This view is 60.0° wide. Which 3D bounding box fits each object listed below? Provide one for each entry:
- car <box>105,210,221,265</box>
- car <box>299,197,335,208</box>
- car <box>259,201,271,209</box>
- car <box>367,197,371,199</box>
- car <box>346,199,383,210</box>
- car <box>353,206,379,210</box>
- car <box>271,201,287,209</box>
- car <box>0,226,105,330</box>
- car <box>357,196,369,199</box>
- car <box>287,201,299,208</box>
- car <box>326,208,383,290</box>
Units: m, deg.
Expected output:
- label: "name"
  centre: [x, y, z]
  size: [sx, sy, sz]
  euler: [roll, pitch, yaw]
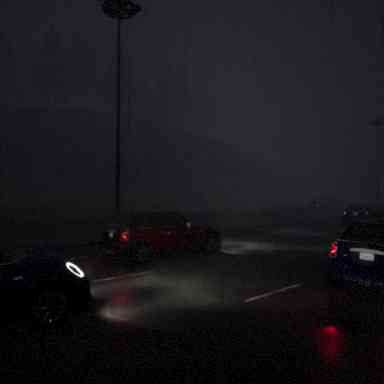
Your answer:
- label: "car"
  centre: [-1.033, 1.451, 12.298]
  size: [4.553, 1.767, 2.097]
  euler: [1, -1, -40]
- label: "car"
  centre: [16.755, 1.684, 43.484]
  size: [5.566, 2.045, 2.150]
  euler: [1, -1, -43]
- label: "car"
  centre: [12.898, 2.134, 54.286]
  size: [4.718, 1.301, 1.895]
  euler: [1, -1, -43]
- label: "car"
  centre: [43.688, 2.440, 78.629]
  size: [4.718, 1.301, 1.895]
  euler: [1, -1, -44]
- label: "car"
  centre: [13.390, 1.644, 25.555]
  size: [4.553, 1.767, 2.097]
  euler: [1, -1, -43]
- label: "car"
  centre: [10.986, 1.724, 18.466]
  size: [4.892, 1.490, 1.837]
  euler: [1, -1, -43]
- label: "car"
  centre: [14.569, 2.079, 51.048]
  size: [4.181, 1.385, 1.994]
  euler: [1, -1, -43]
- label: "car"
  centre: [-4.067, 1.375, 5.476]
  size: [4.553, 1.767, 2.097]
  euler: [1, -1, -36]
- label: "car"
  centre: [42.454, 2.117, 82.285]
  size: [5.566, 2.045, 2.150]
  euler: [1, -1, -44]
- label: "car"
  centre: [16.410, 2.047, 47.983]
  size: [5.357, 1.411, 2.033]
  euler: [1, -1, -43]
- label: "car"
  centre: [5.436, 1.456, 8.651]
  size: [4.553, 1.767, 2.097]
  euler: [1, -1, -41]
